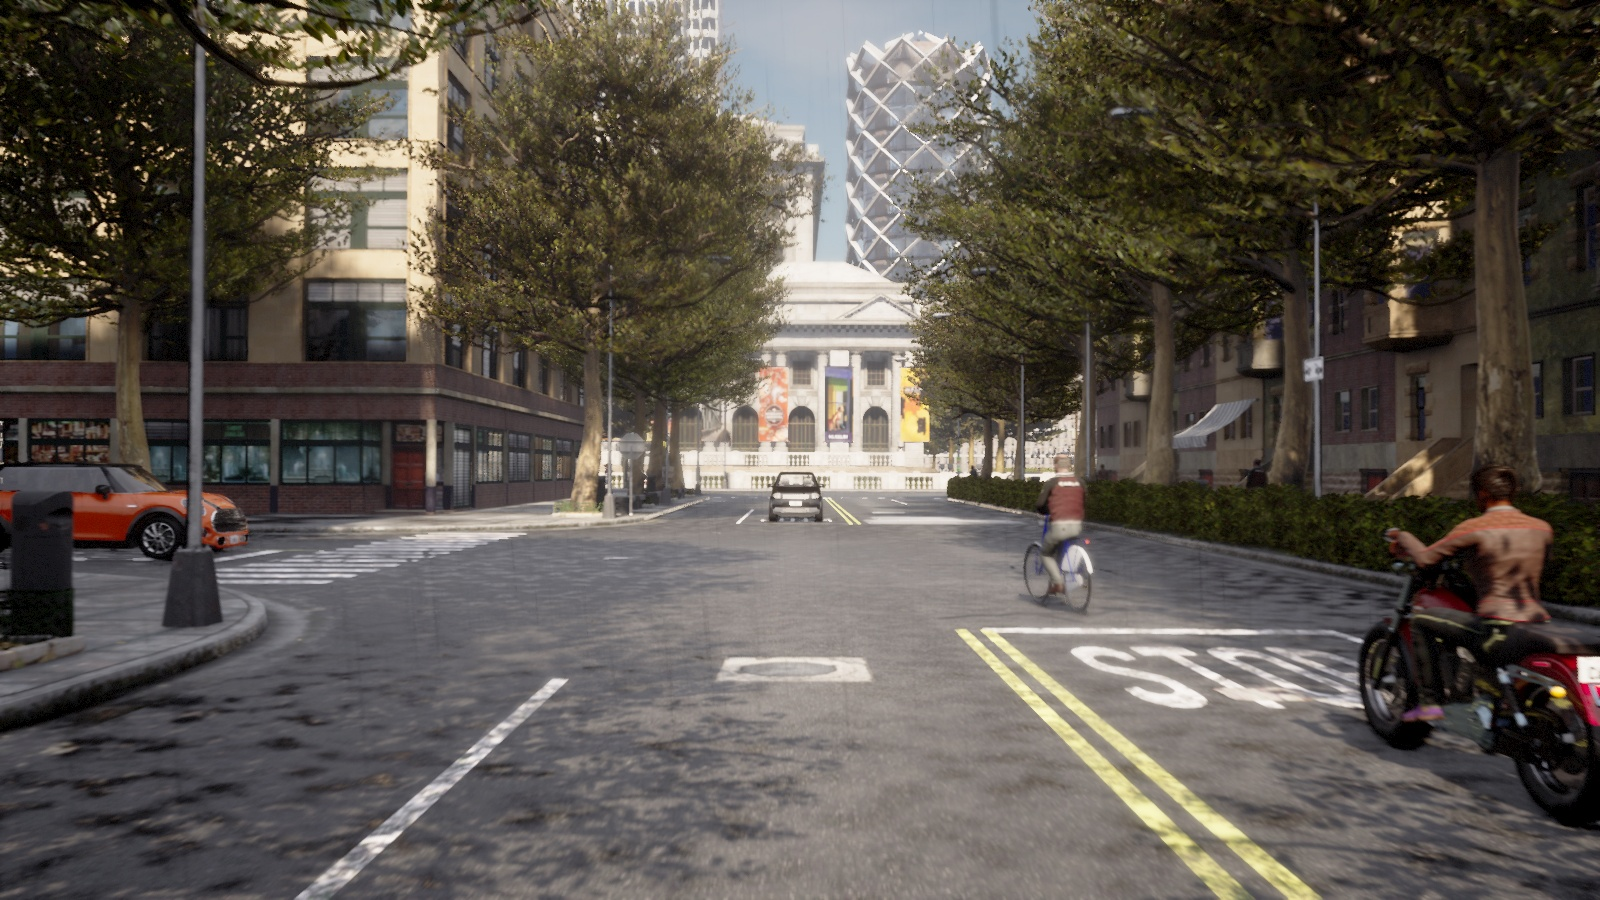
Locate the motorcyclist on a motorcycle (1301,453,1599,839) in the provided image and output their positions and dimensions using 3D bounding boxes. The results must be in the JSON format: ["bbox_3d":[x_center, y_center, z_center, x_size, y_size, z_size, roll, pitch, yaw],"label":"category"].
[{"bbox_3d":[3.483,0.861,6.567,0.766,1.649,2.350,0,-1,0],"label":"motorcyclist on a motorcycle"}]

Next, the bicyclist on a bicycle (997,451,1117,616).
[{"bbox_3d":[2.931,0.917,14.533,0.659,1.776,1.843,-1,-1,-12],"label":"bicyclist on a bicycle"}]

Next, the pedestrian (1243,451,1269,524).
[{"bbox_3d":[11.775,0.967,32.421,0.376,1.854,0.720,0,-1,-1],"label":"pedestrian"}]

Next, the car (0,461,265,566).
[{"bbox_3d":[-12.287,1.098,22.445,4.553,1.767,2.097,0,-1,-1],"label":"car"}]

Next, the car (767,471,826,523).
[{"bbox_3d":[-0.106,1.465,40.070,1.789,1.549,3.705,0,-1,0],"label":"car"}]
